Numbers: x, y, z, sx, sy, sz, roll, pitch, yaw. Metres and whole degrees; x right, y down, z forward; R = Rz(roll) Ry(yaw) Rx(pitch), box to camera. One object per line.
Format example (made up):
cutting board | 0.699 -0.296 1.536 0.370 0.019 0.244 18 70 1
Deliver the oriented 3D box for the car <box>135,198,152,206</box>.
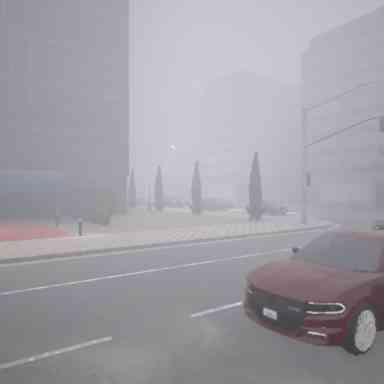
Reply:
car | -8.576 1.599 56.463 1.895 1.301 4.718 0 0 -34

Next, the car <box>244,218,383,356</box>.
car | 3.157 1.477 6.243 5.008 1.535 1.882 0 0 -35

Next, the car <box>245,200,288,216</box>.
car | 7.415 1.524 33.484 1.812 1.442 4.674 0 0 -38

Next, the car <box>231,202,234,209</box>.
car | 3.752 1.562 44.849 1.994 1.385 4.181 0 0 -35

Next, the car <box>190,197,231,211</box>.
car | 2.166 1.503 41.004 1.837 1.490 4.892 0 0 -35

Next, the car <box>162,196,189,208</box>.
car | -3.005 1.350 48.426 2.097 1.767 4.553 0 0 -35

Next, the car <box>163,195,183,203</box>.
car | -4.009 1.475 68.544 1.882 1.535 5.008 0 0 -35

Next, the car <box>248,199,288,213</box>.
car | 8.561 1.562 37.958 1.994 1.385 4.181 0 0 -35

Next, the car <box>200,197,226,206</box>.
car | 3.610 1.597 57.629 1.895 1.301 4.718 0 0 -35
